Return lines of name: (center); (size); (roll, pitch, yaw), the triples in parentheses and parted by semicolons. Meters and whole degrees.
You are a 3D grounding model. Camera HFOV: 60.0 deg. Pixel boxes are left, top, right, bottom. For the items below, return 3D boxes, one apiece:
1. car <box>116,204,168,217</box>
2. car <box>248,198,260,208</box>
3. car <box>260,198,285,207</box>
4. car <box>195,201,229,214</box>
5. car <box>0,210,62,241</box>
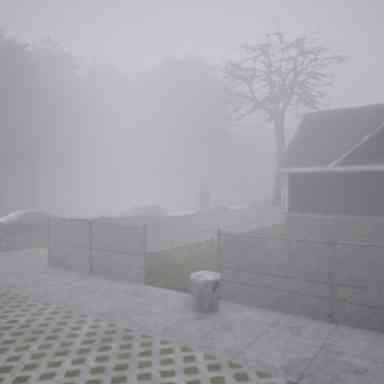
car: (-3.911, 1.747, 26.493); (1.837, 1.490, 4.892); (1, 1, 36)
car: (9.229, 1.505, 44.708); (1.994, 1.385, 4.181); (1, 1, 36)
car: (10.995, 1.480, 42.304); (2.128, 1.511, 4.902); (1, 1, 36)
car: (2.216, 1.653, 35.025); (1.812, 1.442, 4.674); (1, 1, 36)
car: (-9.503, 1.788, 18.690); (1.812, 1.442, 4.674); (1, 0, 36)
